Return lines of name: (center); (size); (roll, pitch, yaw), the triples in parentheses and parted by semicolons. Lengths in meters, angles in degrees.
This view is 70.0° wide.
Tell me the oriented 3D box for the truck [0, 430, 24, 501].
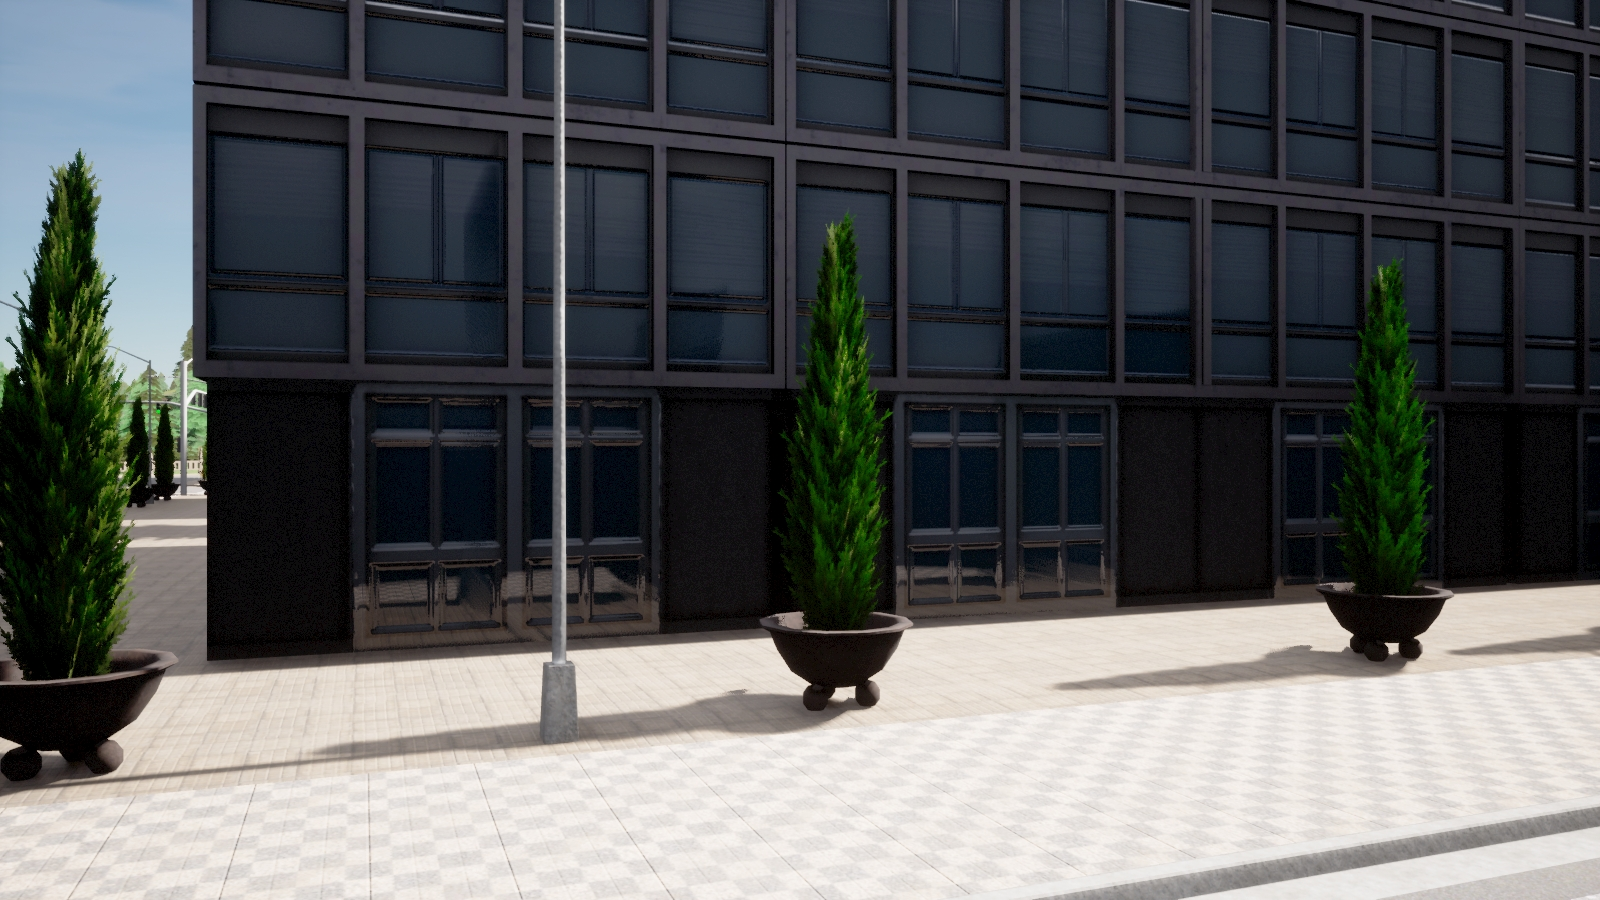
truck: (-45.203, 0.835, 62.522); (2.891, 3.827, 8.468); (0, 0, -23)
